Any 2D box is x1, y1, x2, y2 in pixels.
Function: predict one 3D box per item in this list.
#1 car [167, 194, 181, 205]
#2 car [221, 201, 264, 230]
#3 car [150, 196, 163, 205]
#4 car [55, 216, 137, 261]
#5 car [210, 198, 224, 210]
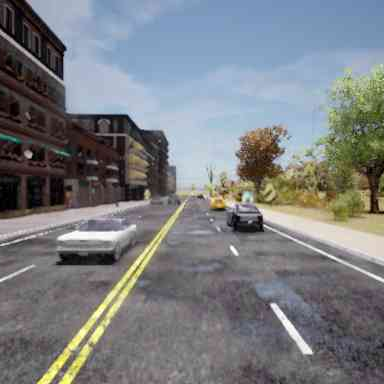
[{"bbox_3d":[-3.266,1.328,61.249,2.150,2.045,5.566,0,0,1],"label":"car"},{"bbox_3d":[3.353,1.525,21.532,2.128,1.511,4.902,0,0,0],"label":"car"},{"bbox_3d":[-6.515,1.454,61.347,2.097,1.767,4.553,0,0,1],"label":"car"},{"bbox_3d":[-3.345,1.619,12.477,1.895,1.301,4.718,0,0,0],"label":"car"},{"bbox_3d":[3.352,1.544,43.262,1.882,1.535,5.008,0,0,0],"label":"car"}]
